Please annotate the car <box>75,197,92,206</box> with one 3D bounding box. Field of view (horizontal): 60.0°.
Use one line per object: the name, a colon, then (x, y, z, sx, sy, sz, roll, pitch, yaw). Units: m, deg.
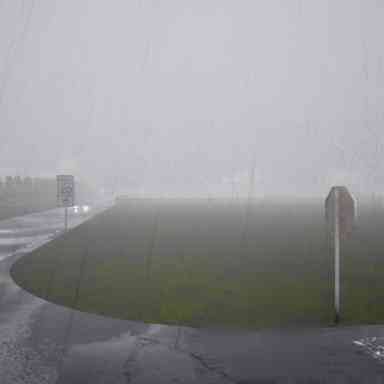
car: (-16.407, 1.337, 50.373, 1.895, 1.301, 4.718, 0, 0, -9)
